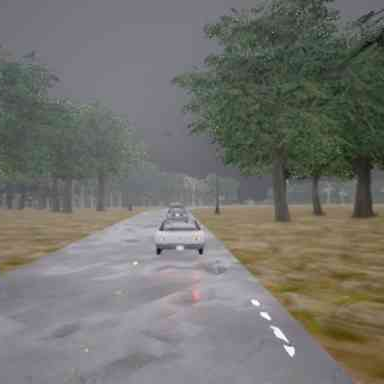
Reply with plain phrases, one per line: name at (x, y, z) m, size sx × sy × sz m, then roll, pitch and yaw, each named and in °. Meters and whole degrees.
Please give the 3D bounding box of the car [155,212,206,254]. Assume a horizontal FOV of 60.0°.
car at (-0.535, 1.766, 14.241) m, size 1.895 × 1.301 × 4.718 m, roll 0°, pitch -1°, yaw -3°

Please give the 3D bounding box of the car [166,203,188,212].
car at (-1.290, 1.950, 29.111) m, size 2.033 × 1.411 × 5.357 m, roll 0°, pitch -1°, yaw -3°
